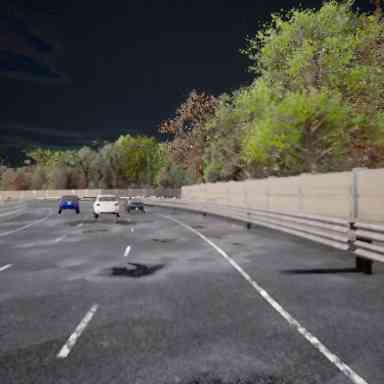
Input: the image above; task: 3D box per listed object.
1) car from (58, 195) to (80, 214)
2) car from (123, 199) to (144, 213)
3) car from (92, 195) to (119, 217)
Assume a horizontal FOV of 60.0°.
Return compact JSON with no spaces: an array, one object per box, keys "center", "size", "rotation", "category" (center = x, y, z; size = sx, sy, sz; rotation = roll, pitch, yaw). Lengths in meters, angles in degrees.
[{"center":[-14.353,1.361,38.786],"size":[2.150,2.045,5.566],"rotation":[0,0,-21],"category":"car"},{"center":[-6.752,1.560,38.174],"size":[1.837,1.490,4.892],"rotation":[0,0,-20],"category":"car"},{"center":[-8.359,1.297,32.197],"size":[2.150,2.045,5.566],"rotation":[0,0,-18],"category":"car"}]
